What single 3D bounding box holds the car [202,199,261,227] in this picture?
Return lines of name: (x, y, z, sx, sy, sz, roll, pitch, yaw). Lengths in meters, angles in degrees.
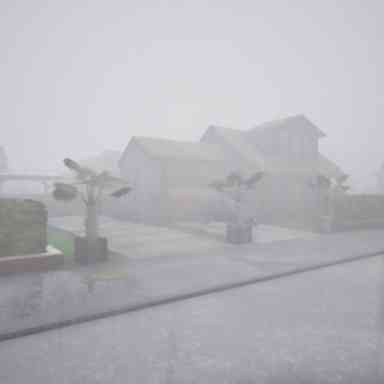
car: (2.249, 1.154, 19.059, 1.845, 1.501, 3.633, 0, 0, -38)
